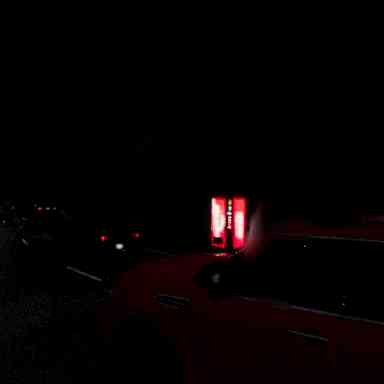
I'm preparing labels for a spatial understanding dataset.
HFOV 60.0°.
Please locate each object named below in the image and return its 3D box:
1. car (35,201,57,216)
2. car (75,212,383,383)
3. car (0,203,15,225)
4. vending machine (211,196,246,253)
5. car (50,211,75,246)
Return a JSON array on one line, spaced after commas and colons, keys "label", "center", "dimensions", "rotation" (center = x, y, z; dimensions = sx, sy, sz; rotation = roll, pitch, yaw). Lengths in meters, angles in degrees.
[{"label": "car", "center": [-14.173, 1.547, 32.379], "dimensions": [2.033, 1.411, 5.357], "rotation": [0, 0, -26]}, {"label": "car", "center": [1.525, 1.224, 3.132], "dimensions": [5.566, 2.045, 2.150], "rotation": [0, 0, 36]}, {"label": "car", "center": [-13.666, 1.478, 23.382], "dimensions": [1.882, 1.535, 5.008], "rotation": [0, 0, -27]}, {"label": "vending machine", "center": [1.423, 1.195, 12.958], "dimensions": [1.100, 2.100, 0.880], "rotation": [0, 0, -43]}, {"label": "car", "center": [-3.920, 1.601, 13.376], "dimensions": [1.895, 1.301, 4.718], "rotation": [0, 0, -39]}]
